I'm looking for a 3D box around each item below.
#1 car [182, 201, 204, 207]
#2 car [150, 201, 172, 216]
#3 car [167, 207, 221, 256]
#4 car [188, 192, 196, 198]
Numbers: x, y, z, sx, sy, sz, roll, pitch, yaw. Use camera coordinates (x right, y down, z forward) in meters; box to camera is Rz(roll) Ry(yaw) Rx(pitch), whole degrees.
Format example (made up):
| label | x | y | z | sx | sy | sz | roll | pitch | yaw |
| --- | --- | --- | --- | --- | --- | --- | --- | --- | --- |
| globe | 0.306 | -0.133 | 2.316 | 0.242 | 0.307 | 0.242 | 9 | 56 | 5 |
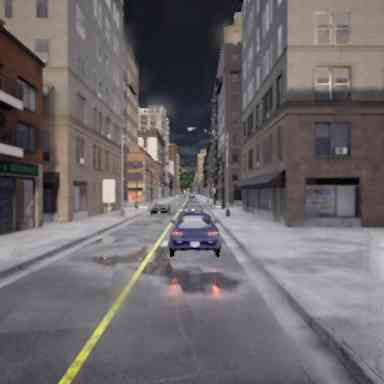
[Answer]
| label | x | y | z | sx | sy | sz | roll | pitch | yaw |
| --- | --- | --- | --- | --- | --- | --- | --- | --- | --- |
| car | 0.098 | 1.566 | 30.457 | 2.033 | 1.411 | 5.357 | 0 | 0 | 0 |
| car | -3.059 | 1.621 | 33.270 | 1.895 | 1.301 | 4.718 | 0 | 0 | 0 |
| car | 0.099 | 1.535 | 13.125 | 1.812 | 1.442 | 4.674 | 0 | 0 | 0 |
| car | -0.010 | 1.335 | 91.290 | 1.882 | 1.535 | 5.008 | 0 | 0 | 0 |
